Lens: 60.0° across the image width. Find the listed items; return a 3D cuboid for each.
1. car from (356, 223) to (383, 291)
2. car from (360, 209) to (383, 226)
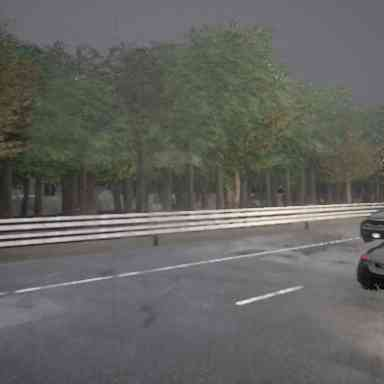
[{"bbox_3d":[5.752,1.556,7.847,4.181,1.385,1.994,0,0,-35],"label":"car"},{"bbox_3d":[9.333,1.481,14.701,4.892,1.490,1.837,0,0,-35],"label":"car"}]
